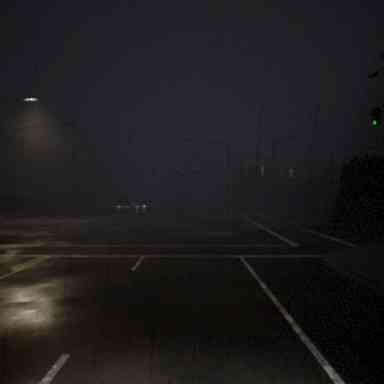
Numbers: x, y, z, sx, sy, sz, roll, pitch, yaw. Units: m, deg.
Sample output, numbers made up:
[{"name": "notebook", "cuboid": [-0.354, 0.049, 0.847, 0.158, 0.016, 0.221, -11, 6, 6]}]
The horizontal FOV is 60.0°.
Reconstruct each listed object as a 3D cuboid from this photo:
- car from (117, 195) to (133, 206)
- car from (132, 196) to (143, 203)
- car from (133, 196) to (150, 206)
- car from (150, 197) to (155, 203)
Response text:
[{"name": "car", "cuboid": [-14.010, 1.714, 69.212, 2.150, 2.045, 5.566, 0, 1, 0]}, {"name": "car", "cuboid": [-14.013, 1.844, 85.127, 2.097, 1.767, 4.553, 0, -1, 0]}, {"name": "car", "cuboid": [-10.510, 2.014, 69.246, 1.812, 1.442, 4.674, 0, 1, 0]}, {"name": "car", "cuboid": [-10.513, 1.989, 85.096, 1.837, 1.490, 4.892, 0, -1, 0]}]
